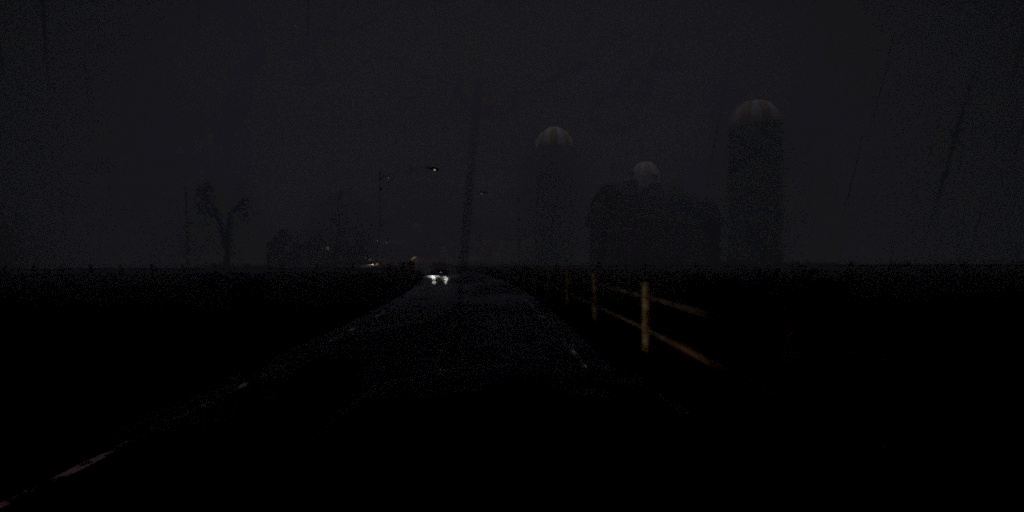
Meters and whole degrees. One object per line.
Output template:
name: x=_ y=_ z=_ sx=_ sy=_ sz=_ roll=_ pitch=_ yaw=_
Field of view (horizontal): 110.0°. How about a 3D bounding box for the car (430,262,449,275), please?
car: x=-8.020 y=1.334 z=39.522 sx=2.033 sy=1.411 sz=5.357 roll=0 pitch=0 yaw=-15
